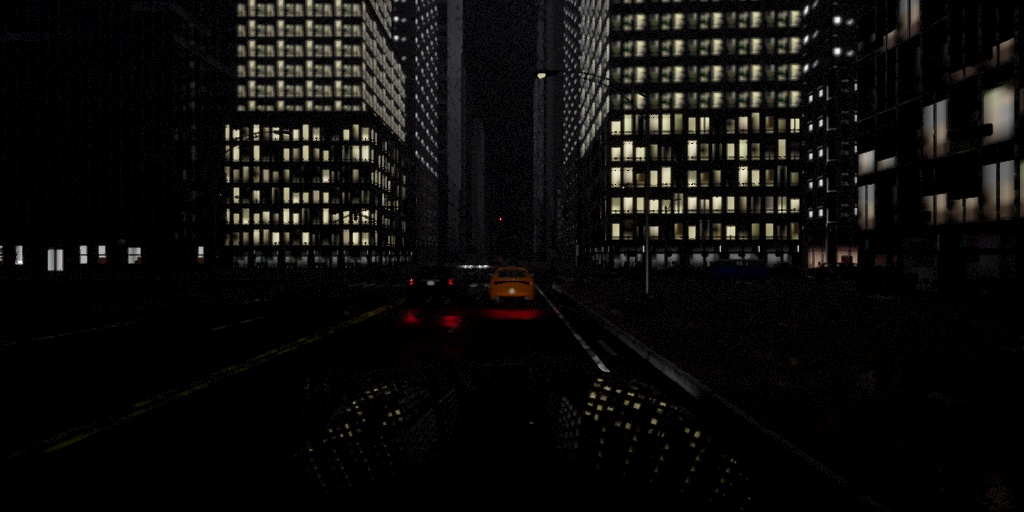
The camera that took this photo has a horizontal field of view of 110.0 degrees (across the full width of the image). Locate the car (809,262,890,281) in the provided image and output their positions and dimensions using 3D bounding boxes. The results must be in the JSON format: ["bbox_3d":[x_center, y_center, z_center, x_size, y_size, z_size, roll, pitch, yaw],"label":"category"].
[{"bbox_3d":[26.636,1.240,28.421,4.097,1.591,1.967,0,0,2],"label":"car"}]

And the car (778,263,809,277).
[{"bbox_3d":[26.922,1.380,36.296,4.207,1.307,1.802,0,0,2],"label":"car"}]

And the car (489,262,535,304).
[{"bbox_3d":[0.000,1.241,16.501,1.882,1.535,5.008,0,0,0],"label":"car"}]

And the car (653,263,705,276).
[{"bbox_3d":[17.087,1.317,36.781,4.829,1.417,1.751,0,0,2],"label":"car"}]

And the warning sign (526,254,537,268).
[{"bbox_3d":[2.850,0.952,56.768,1.300,1.860,1.060,0,0,0],"label":"warning sign"}]

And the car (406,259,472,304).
[{"bbox_3d":[-3.250,1.122,16.471,2.097,1.767,4.553,0,0,0],"label":"car"}]

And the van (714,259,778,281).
[{"bbox_3d":[18.358,1.135,28.609,3.998,1.789,1.690,0,0,2],"label":"van"}]

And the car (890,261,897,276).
[{"bbox_3d":[38.042,1.247,35.894,4.097,1.591,1.967,0,0,2],"label":"car"}]
